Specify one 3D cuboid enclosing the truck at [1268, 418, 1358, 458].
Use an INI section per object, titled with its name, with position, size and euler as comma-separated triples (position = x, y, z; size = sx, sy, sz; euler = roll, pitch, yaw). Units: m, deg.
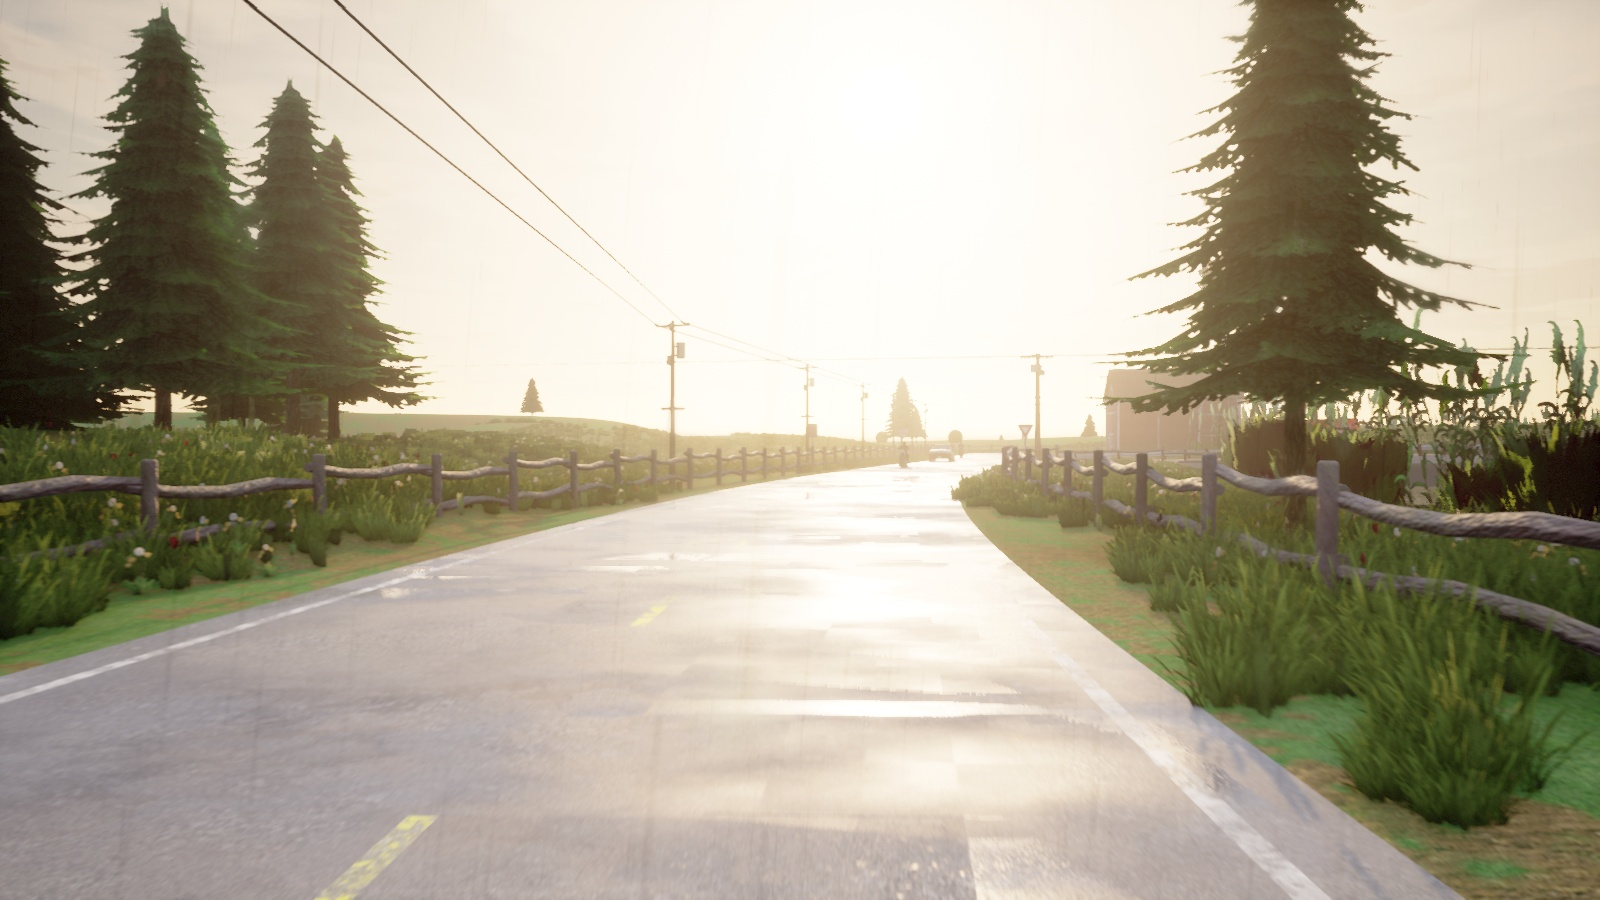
[truck]
position = 34.447, -0.789, 84.474
size = 5.204, 2.467, 2.627
euler = -2, 0, 13
